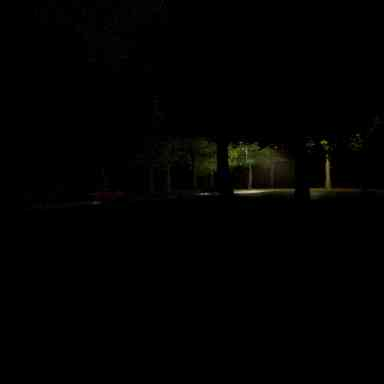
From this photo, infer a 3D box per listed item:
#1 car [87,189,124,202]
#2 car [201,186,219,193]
[{"bbox_3d":[-10.928,0.342,42.163,1.882,1.535,5.008,-1,2,38],"label":"car"},{"bbox_3d":[3.461,-0.447,60.700,1.994,1.385,4.181,-1,2,38],"label":"car"}]
